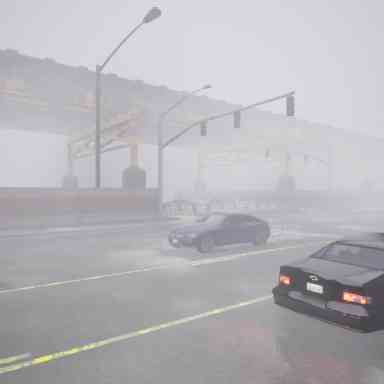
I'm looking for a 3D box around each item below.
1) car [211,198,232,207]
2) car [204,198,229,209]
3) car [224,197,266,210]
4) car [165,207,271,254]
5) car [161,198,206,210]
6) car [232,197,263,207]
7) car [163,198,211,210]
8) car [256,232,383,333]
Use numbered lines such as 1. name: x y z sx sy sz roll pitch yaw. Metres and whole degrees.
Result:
1. car: 2.891 1.453 38.707 2.038 1.542 4.974 0 0 17
2. car: 2.906 1.295 38.757 1.853 1.218 4.536 0 0 17
3. car: 6.764 1.453 42.506 4.974 1.542 2.038 0 0 -8
4. car: 1.253 1.526 13.565 4.674 1.442 1.812 0 0 -36
5. car: -0.879 1.295 35.992 4.536 1.218 1.853 0 0 7
6. car: 6.712 1.295 42.499 4.536 1.218 1.853 0 0 -8
7. car: -0.827 1.453 35.985 4.974 1.542 2.038 0 0 7
8. car: 3.954 1.547 6.671 5.357 1.411 2.033 0 0 -36
